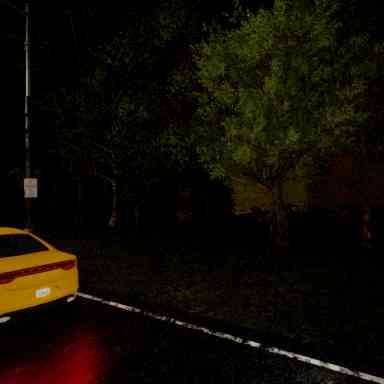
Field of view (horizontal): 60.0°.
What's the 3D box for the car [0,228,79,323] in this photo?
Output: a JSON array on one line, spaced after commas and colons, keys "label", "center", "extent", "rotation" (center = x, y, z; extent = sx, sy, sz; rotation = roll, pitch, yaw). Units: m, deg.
[{"label": "car", "center": [-4.439, 1.475, 6.866], "extent": [5.008, 1.535, 1.882], "rotation": [0, 1, 36]}]
